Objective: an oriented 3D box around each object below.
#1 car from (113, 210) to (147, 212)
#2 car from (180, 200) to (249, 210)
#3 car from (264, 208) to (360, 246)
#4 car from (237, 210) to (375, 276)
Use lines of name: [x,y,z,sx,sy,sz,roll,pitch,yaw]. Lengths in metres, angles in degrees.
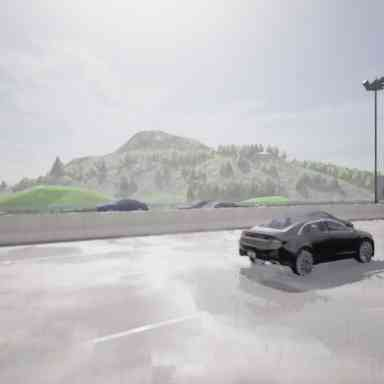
car: [-6.846,1.389,32.752,5.008,1.535,1.882,0,0,-31]
car: [2.067,1.481,25.878,5.357,1.411,2.033,0,0,-30]
car: [5.632,1.526,15.529,4.181,1.385,1.994,0,0,-31]
car: [3.640,1.466,10.223,4.902,1.511,2.128,0,0,-33]
